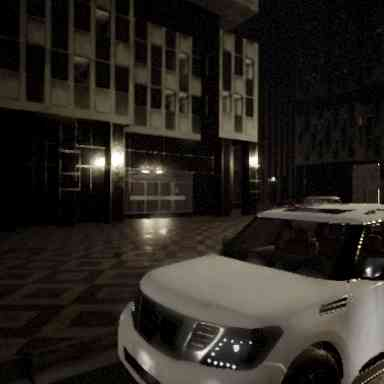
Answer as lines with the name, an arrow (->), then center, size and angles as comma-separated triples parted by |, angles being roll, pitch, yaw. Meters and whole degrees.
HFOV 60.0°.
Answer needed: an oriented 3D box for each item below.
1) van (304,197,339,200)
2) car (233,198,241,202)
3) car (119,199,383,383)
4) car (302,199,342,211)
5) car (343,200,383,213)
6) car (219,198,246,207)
van -> 13.290, 1.381, 33.897 | 1.690, 1.788, 3.998 | 0, 0, -36
car -> 6.706, 1.664, 43.076 | 1.887, 1.381, 4.507 | 0, 0, -36
car -> 1.840, 1.218, 4.647 | 5.566, 2.045, 2.150 | 0, 0, -35
car -> 16.920, 1.693, 43.462 | 2.008, 1.369, 4.403 | 0, 0, -36
car -> 20.213, 1.668, 38.872 | 1.947, 1.339, 4.313 | 0, 0, -36
car -> 6.943, 1.786, 57.370 | 1.752, 1.417, 4.829 | 0, 0, -36
